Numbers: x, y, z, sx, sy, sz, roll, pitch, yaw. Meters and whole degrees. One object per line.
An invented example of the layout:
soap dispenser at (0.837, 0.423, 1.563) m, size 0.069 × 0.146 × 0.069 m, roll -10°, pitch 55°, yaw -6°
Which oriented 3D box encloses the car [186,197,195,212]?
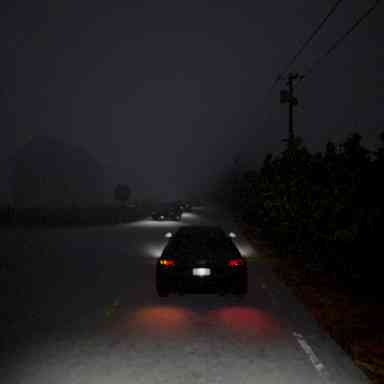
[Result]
car at (-1.037, 1.581, 38.268) m, size 1.895 × 1.301 × 4.718 m, roll 0°, pitch 0°, yaw 5°

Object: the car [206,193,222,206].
car at (3.922, 1.193, 56.036) m, size 2.150 × 2.045 × 5.566 m, roll 0°, pitch 0°, yaw 5°

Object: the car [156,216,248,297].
car at (0.224, 1.560, 8.640) m, size 1.994 × 1.385 × 4.181 m, roll 0°, pitch 0°, yaw 1°

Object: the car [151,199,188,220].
car at (-1.973, 1.533, 28.143) m, size 2.033 × 1.411 × 5.357 m, roll 0°, pitch 0°, yaw 7°

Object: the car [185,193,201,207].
car at (0.230, 1.197, 52.596) m, size 2.150 × 2.045 × 5.566 m, roll 0°, pitch 0°, yaw 5°
